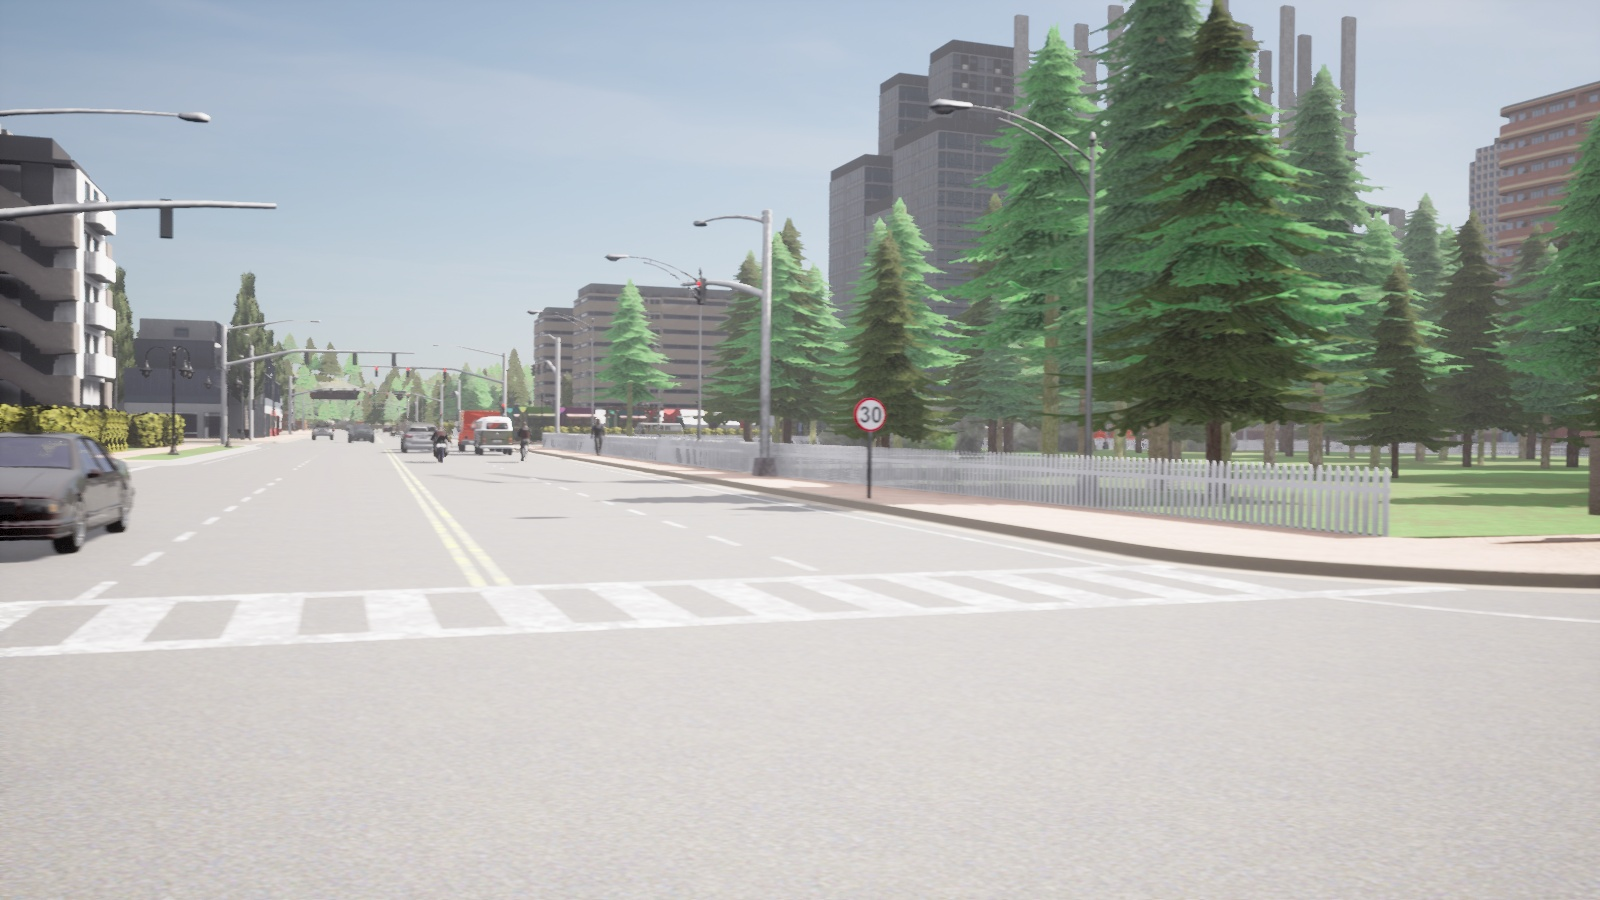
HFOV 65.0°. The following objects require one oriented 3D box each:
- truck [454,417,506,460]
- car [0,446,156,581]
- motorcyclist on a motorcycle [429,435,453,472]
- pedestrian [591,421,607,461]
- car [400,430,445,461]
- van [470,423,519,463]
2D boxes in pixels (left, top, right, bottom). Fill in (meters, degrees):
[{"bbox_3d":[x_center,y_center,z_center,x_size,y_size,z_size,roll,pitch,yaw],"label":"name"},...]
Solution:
[{"bbox_3d":[-19.554,-0.722,76.497,2.627,2.467,5.204,-1,1,-19],"label":"truck"},{"bbox_3d":[-9.812,0.690,16.070,2.033,1.411,5.357,-1,1,-19],"label":"car"},{"bbox_3d":[-15.205,0.132,53.174,0.866,1.530,2.191,-1,1,-19],"label":"motorcyclist on a motorcycle"},{"bbox_3d":[-9.635,-0.418,60.162,0.563,1.883,0.849,-1,1,-19],"label":"pedestrian"},{"bbox_3d":[-21.473,-0.286,71.338,2.242,1.667,4.611,-1,1,-19],"label":"car"},{"bbox_3d":[-16.504,-0.401,67.668,2.069,2.038,4.480,-1,1,-19],"label":"van"}]
